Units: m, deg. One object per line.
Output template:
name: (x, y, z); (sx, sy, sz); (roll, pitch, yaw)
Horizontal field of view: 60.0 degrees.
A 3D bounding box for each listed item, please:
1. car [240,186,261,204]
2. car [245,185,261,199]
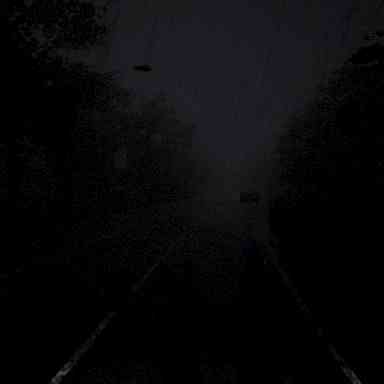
car: (6.457, 0.427, 37.209); (1.882, 1.535, 5.008); (0, 2, 13)
car: (8.720, -0.038, 47.662); (2.097, 1.767, 4.553); (0, 2, 11)
